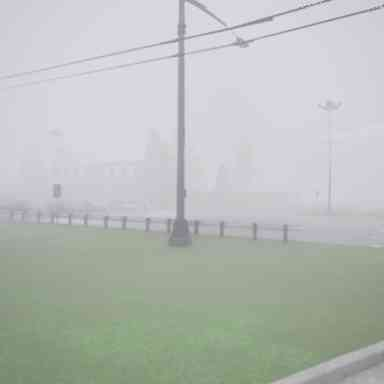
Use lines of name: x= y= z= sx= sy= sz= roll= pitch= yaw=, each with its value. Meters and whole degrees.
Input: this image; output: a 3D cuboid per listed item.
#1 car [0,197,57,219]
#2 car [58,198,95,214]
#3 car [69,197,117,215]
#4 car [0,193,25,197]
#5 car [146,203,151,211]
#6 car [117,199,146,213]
car: x=-14.316 y=1.481 z=28.611 sx=4.902 sy=1.511 sz=2.128 roll=0 pitch=0 yaw=29
car: x=-12.111 y=1.559 z=31.391 sx=5.357 sy=1.411 sz=2.033 roll=0 pitch=0 yaw=29
car: x=-10.419 y=1.558 z=34.470 sx=4.674 sy=1.442 sz=1.812 roll=0 pitch=0 yaw=29
car: x=-24.526 y=1.197 z=46.249 sx=5.566 sy=2.045 sz=2.150 roll=0 pitch=0 yaw=29
car: x=-7.286 y=1.562 z=40.722 sx=4.902 sy=1.511 sz=2.128 roll=0 pitch=0 yaw=29
car: x=-7.943 y=1.656 z=37.084 sx=4.718 sy=1.301 sz=1.895 roll=0 pitch=0 yaw=29
